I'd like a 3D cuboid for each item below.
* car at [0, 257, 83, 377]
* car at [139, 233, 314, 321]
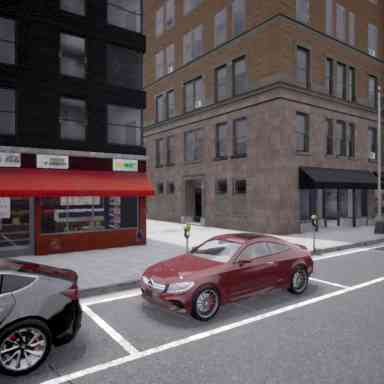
[{"bbox_3d":[-3.550,1.566,4.003,4.313,1.339,1.947,0,0,-35],"label":"car"},{"bbox_3d":[0.931,1.582,7.195,4.206,1.307,1.802,0,0,-35],"label":"car"}]
